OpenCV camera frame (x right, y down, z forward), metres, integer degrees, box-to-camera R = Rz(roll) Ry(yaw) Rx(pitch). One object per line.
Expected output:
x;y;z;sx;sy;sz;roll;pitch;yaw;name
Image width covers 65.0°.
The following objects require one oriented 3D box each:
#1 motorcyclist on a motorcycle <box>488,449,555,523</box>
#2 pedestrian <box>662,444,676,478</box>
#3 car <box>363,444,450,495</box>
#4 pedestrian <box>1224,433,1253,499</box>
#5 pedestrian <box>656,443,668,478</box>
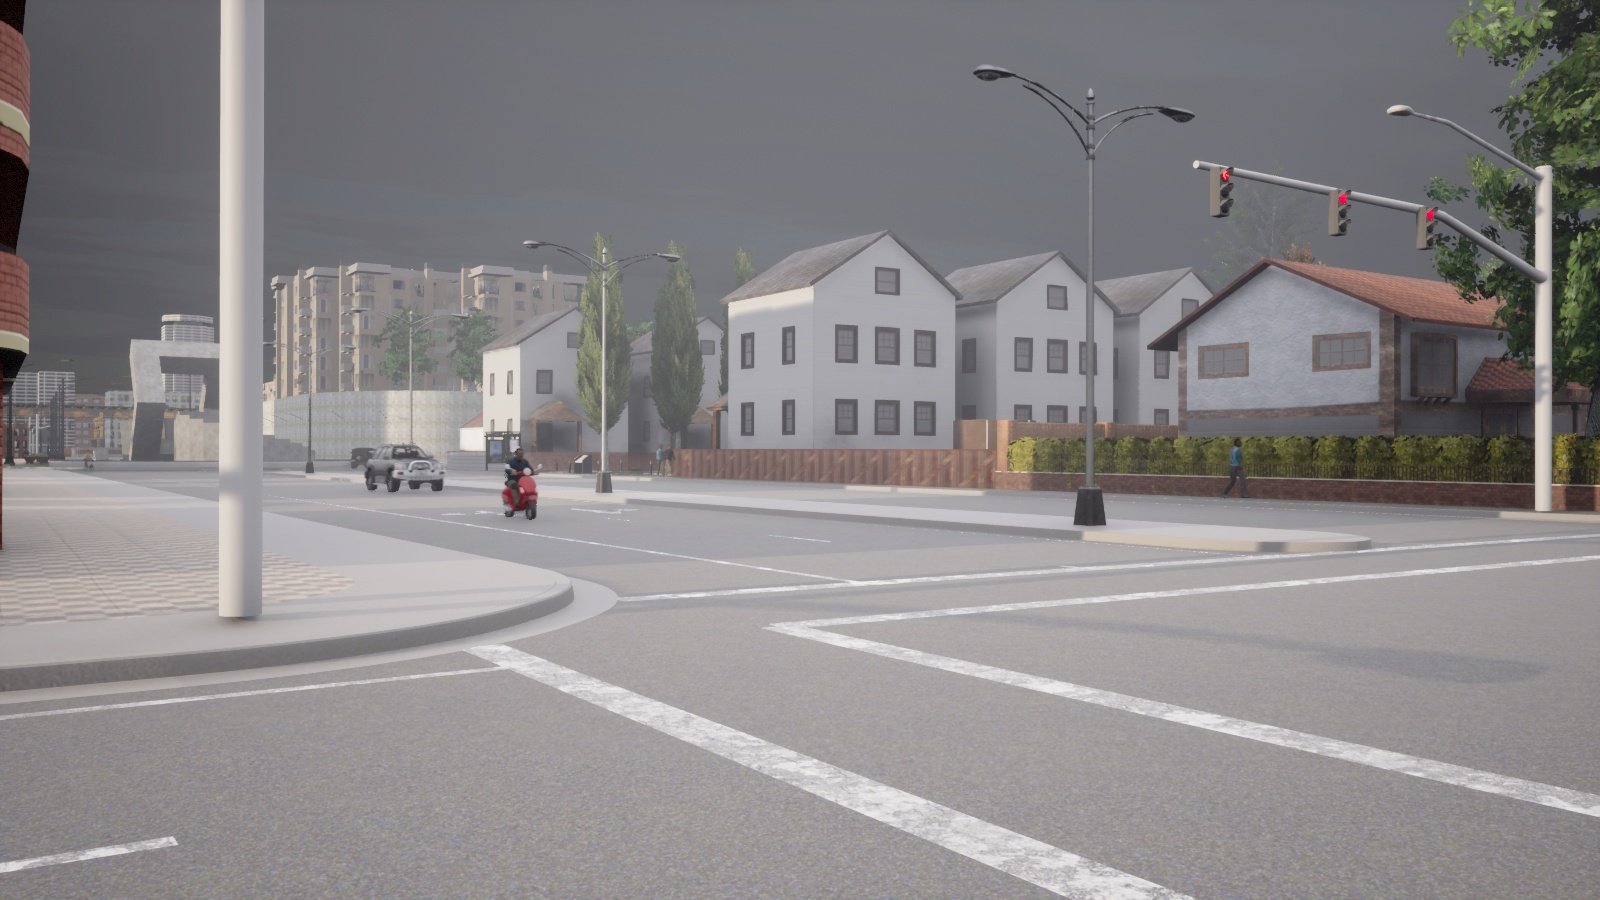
-6.216;0.780;27.989;0.866;1.590;1.817;0;0;-33;motorcyclist on a motorcycle
-7.087;0.581;67.911;0.431;1.840;0.703;0;0;-35;pedestrian
-14.964;0.710;47.577;1.932;1.855;4.605;0;0;-33;car
12.939;0.463;37.051;0.396;1.930;0.692;0;0;-32;pedestrian
-7.583;0.584;68.799;0.396;1.930;0.692;0;0;-31;pedestrian
